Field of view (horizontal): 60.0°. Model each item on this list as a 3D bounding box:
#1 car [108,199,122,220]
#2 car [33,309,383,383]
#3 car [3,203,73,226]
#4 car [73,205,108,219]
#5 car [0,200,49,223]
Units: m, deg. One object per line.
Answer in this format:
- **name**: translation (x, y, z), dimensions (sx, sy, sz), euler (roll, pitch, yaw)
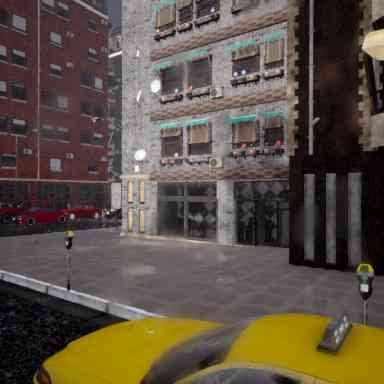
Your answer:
- **car**: translation (-6.448, 1.682, 33.995), dimensions (2.150, 2.045, 5.566), euler (0, -1, 35)
- **car**: translation (0.736, 1.525, 2.350), dimensions (4.829, 1.417, 1.752), euler (0, 0, 36)
- **car**: translation (-12.004, 1.851, 26.174), dimensions (1.994, 1.385, 4.181), euler (0, -1, 35)
- **car**: translation (-10.854, 1.924, 32.288), dimensions (1.887, 1.381, 4.507), euler (-1, -2, 35)
- **car**: translation (-14.151, 1.591, 27.650), dimensions (2.192, 1.841, 5.009), euler (-1, -2, 35)
